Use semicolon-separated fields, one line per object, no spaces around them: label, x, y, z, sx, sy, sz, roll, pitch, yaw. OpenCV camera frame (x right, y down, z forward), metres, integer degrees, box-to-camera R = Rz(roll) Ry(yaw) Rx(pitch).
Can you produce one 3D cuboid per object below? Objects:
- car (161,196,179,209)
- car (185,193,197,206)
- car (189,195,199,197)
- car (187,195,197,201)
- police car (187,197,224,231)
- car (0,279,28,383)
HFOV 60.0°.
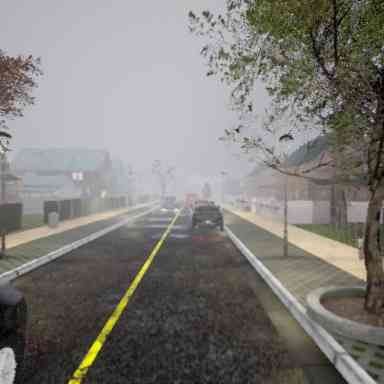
car;-2.832;1.265;43.911;2.097;1.767;4.553;0;0;0
car;0.002;1.134;54.264;2.150;2.045;5.566;0;0;0
car;0.826;1.425;35.942;1.837;1.490;4.892;0;0;0
car;0.003;1.324;77.478;2.033;1.411;5.357;0;0;0
police car;0.825;1.368;20.050;1.930;1.638;5.238;0;0;0
car;-2.850;1.498;2.027;1.837;1.490;4.892;0;0;0
